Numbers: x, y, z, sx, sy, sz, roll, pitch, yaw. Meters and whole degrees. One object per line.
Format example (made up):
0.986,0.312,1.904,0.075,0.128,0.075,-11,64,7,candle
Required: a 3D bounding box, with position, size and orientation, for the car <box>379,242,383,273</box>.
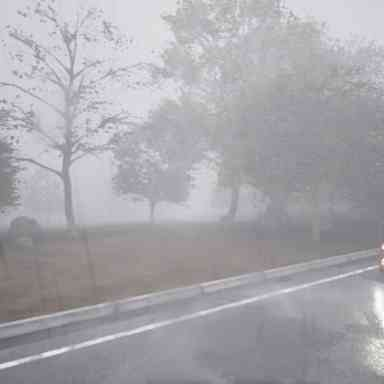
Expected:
7.030,1.339,8.983,4.553,1.767,2.097,0,0,-35,car
